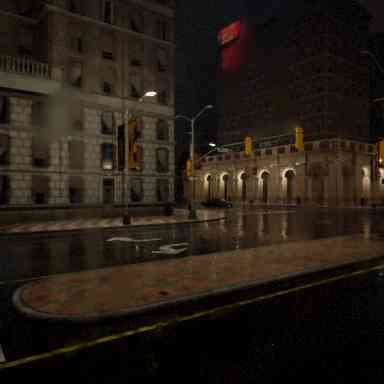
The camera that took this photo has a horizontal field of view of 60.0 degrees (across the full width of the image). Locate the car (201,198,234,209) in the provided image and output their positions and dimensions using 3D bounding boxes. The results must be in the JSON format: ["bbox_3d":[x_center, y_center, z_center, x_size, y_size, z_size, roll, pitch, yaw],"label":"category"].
[{"bbox_3d":[3.454,1.547,46.941,2.033,1.411,5.357,0,0,-36],"label":"car"}]

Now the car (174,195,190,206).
[{"bbox_3d":[-2.114,1.526,54.797,1.812,1.442,4.674,0,0,-35],"label":"car"}]
